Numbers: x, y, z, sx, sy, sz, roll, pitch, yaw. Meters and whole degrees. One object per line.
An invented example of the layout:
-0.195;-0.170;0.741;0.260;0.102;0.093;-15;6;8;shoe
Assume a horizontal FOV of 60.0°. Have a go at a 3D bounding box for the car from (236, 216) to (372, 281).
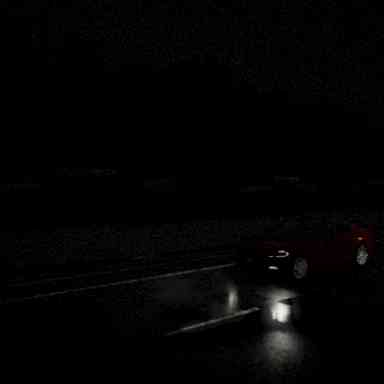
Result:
3.557;1.520;10.212;5.008;1.535;1.882;0;0;-35;car
